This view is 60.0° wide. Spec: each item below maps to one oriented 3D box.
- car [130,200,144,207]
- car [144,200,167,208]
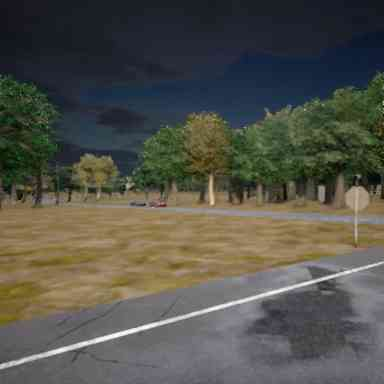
[{"bbox_3d":[-10.402,2.138,64.035,1.994,1.385,4.181,2,-2,-34],"label":"car"},{"bbox_3d":[-6.013,2.012,57.701,1.994,1.385,4.181,2,-2,-34],"label":"car"}]
